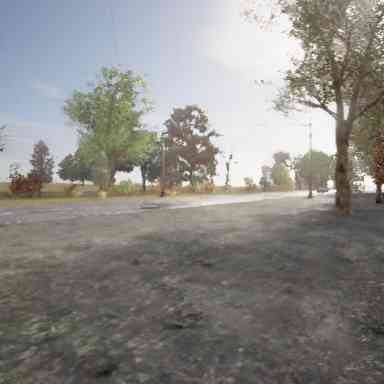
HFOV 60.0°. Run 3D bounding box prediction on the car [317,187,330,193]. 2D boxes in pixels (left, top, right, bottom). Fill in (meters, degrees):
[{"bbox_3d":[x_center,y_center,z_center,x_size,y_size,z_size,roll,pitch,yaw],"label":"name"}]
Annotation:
[{"bbox_3d":[30.510,-0.422,77.168,2.033,1.411,5.357,0,1,33],"label":"car"}]
